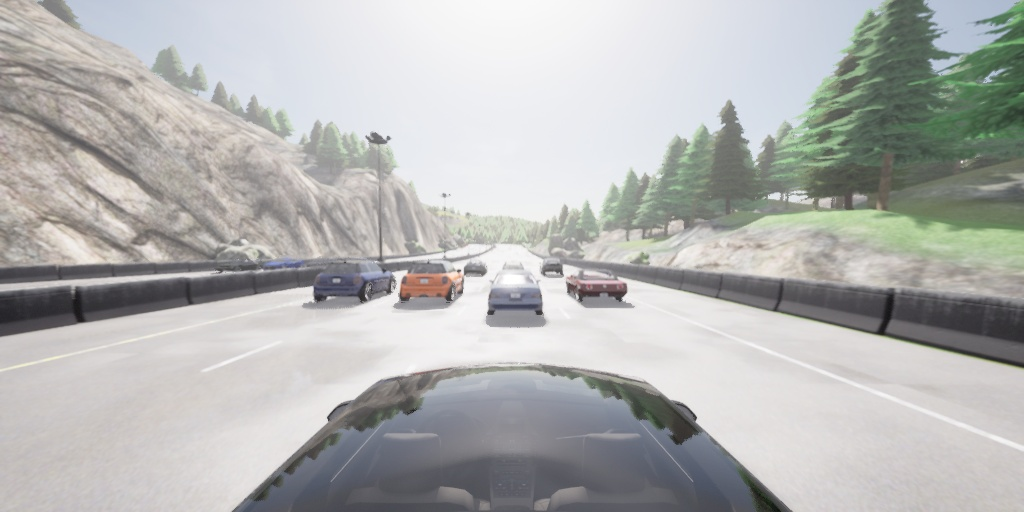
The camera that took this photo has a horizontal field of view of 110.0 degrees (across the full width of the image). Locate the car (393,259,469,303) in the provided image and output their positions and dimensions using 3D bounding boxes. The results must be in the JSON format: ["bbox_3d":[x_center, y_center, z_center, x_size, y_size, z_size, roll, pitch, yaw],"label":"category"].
[{"bbox_3d":[-3.397,0.980,16.025,2.097,1.767,4.553,0,0,0],"label":"car"}]

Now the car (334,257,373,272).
[{"bbox_3d":[-17.577,0.915,40.119,2.128,1.511,4.902,0,0,0],"label":"car"}]

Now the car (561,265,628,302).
[{"bbox_3d":[3.604,1.227,16.233,1.895,1.301,4.718,0,0,0],"label":"car"}]

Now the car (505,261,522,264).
[{"bbox_3d":[0.109,1.091,32.200,1.895,1.301,4.718,0,0,0],"label":"car"}]

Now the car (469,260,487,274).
[{"bbox_3d":[-3.393,1.040,33.859,1.994,1.385,4.181,0,0,0],"label":"car"}]

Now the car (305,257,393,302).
[{"bbox_3d":[-6.897,0.979,16.231,2.097,1.767,4.553,0,0,0],"label":"car"}]

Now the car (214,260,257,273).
[{"bbox_3d":[-28.080,1.050,37.179,1.895,1.301,4.718,0,0,0],"label":"car"}]

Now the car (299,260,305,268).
[{"bbox_3d":[-21.076,0.932,39.855,1.837,1.490,4.892,0,0,0],"label":"car"}]

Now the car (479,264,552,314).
[{"bbox_3d":[0.102,1.200,13.142,2.033,1.411,5.357,0,1,0],"label":"car"}]

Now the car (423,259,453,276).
[{"bbox_3d":[-6.893,1.040,33.870,1.994,1.385,4.181,0,0,0],"label":"car"}]

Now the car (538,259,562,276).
[{"bbox_3d":[3.607,0.985,33.310,1.837,1.490,4.892,0,0,0],"label":"car"}]

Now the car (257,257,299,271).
[{"bbox_3d":[-24.576,0.913,38.794,1.882,1.535,5.008,0,0,0],"label":"car"}]
